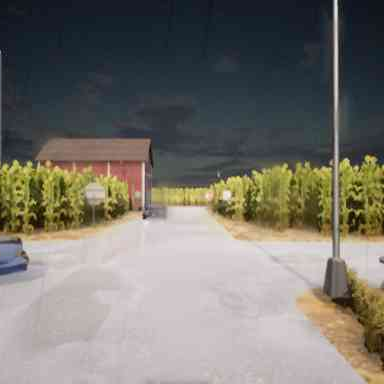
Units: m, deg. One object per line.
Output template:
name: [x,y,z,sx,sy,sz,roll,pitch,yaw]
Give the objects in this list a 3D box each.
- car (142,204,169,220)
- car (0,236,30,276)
car: [-3.113,1.698,29.001,1.994,1.385,4.181,0,-1,0]
car: [-6.544,1.442,7.252,5.357,1.411,2.033,1,0,-31]
